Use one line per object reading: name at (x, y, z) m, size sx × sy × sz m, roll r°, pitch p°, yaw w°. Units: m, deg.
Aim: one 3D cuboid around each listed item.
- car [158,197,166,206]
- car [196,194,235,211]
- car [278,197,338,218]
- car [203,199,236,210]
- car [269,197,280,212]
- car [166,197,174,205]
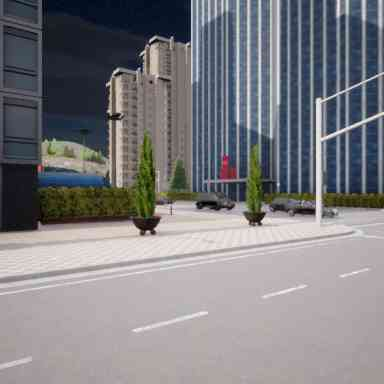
car at (-6.592, 1.477, 53.383) m, size 1.882 × 1.535 × 5.008 m, roll 0°, pitch 0°, yaw -36°
car at (2.684, 1.223, 40.508) m, size 2.150 × 2.045 × 5.566 m, roll 0°, pitch 0°, yaw -36°
car at (10.525, 1.491, 29.687) m, size 2.128 × 1.511 × 4.902 m, roll 0°, pitch 0°, yaw -36°
car at (3.626, 1.601, 45.179) m, size 1.895 × 1.301 × 4.718 m, roll 0°, pitch 0°, yaw -36°
car at (10.558, 1.352, 35.600) m, size 2.097 × 1.767 × 4.553 m, roll 0°, pitch 0°, yaw -36°
car at (-4.799, 1.565, 56.895) m, size 1.994 × 1.385 × 4.181 m, roll 0°, pitch 0°, yaw -35°
